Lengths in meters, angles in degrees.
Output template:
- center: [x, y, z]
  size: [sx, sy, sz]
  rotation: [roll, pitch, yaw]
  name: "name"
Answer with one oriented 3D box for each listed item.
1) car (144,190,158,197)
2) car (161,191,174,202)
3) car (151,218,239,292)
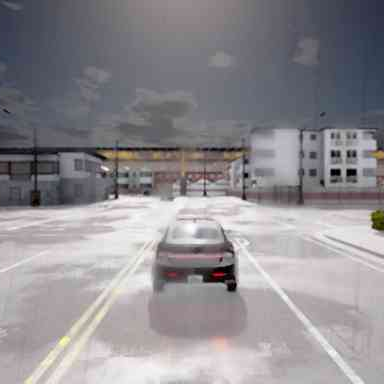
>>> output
- center: [-8.883, 0.273, 71.342]
  size: [1.837, 1.490, 4.892]
  rotation: [0, 2, -27]
  name: "car"
- center: [-4.100, 0.641, 55.252]
  size: [2.097, 1.767, 4.553]
  rotation: [0, 2, -6]
  name: "car"
- center: [0.074, 1.429, 8.762]
  size: [2.128, 1.511, 4.902]
  rotation: [0, 0, 0]
  name: "car"
